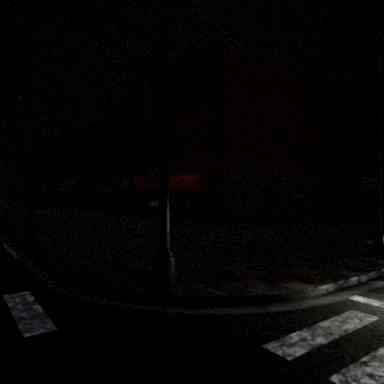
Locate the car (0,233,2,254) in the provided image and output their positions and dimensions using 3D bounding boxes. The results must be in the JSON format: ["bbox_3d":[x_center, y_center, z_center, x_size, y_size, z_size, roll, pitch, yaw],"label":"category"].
[{"bbox_3d":[-8.179,1.490,12.251,1.887,1.381,4.507,0,0,-36],"label":"car"}]
